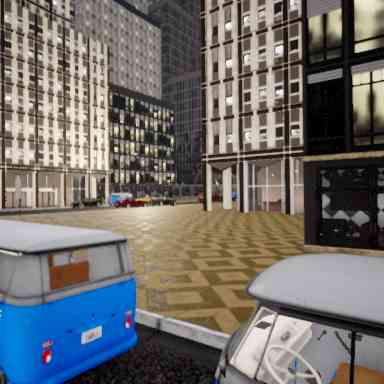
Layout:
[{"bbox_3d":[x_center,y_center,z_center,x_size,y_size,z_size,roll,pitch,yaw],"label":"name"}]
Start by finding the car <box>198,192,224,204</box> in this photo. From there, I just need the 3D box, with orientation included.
[{"bbox_3d":[2.939,0.891,52.548,2.192,1.841,5.009,0,0,36],"label":"car"}]

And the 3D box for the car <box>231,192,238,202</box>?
[{"bbox_3d":[6.276,1.083,57.095,2.008,1.369,4.403,0,0,36],"label":"car"}]

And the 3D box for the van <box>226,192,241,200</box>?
[{"bbox_3d":[9.509,0.849,75.669,1.690,1.788,3.998,0,0,36],"label":"van"}]

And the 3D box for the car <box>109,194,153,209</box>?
[{"bbox_3d":[-7.063,1.249,38.912,1.887,1.381,4.507,0,0,36],"label":"car"}]

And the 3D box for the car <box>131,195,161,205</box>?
[{"bbox_3d":[-7.272,1.255,52.793,1.752,1.417,4.829,0,0,36],"label":"car"}]

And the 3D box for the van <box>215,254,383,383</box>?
[{"bbox_3d":[1.931,1.341,1.510,3.998,1.788,1.690,0,-1,36],"label":"van"}]

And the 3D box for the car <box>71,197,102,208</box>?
[{"bbox_3d":[-13.844,1.380,43.835,1.947,1.339,4.313,0,0,36],"label":"car"}]

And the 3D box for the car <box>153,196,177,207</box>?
[{"bbox_3d":[-3.729,1.212,43.458,2.008,1.369,4.403,0,0,36],"label":"car"}]

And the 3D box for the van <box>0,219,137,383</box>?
[{"bbox_3d":[-2.606,1.339,4.752,3.998,1.788,1.690,0,-1,36],"label":"van"}]

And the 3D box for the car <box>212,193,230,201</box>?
[{"bbox_3d":[6.173,0.993,71.121,1.967,1.590,4.097,0,0,36],"label":"car"}]

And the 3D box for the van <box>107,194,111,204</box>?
[{"bbox_3d":[-10.509,1.112,48.382,1.690,1.788,3.998,0,0,36],"label":"van"}]
